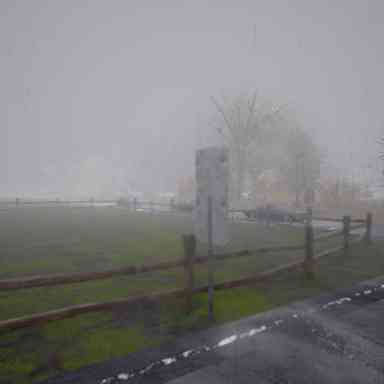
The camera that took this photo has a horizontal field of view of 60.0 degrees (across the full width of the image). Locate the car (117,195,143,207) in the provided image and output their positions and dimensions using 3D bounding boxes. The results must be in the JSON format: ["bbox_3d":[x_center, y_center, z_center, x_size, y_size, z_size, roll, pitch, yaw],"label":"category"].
[{"bbox_3d":[-7.943,1.196,42.435,2.128,1.511,4.902,-1,1,-35],"label":"car"}]

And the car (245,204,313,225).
[{"bbox_3d":[5.918,1.488,22.867,1.895,1.301,4.718,-1,1,-35],"label":"car"}]

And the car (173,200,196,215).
[{"bbox_3d":[0.122,1.412,31.042,1.895,1.301,4.718,-1,1,-35],"label":"car"}]
